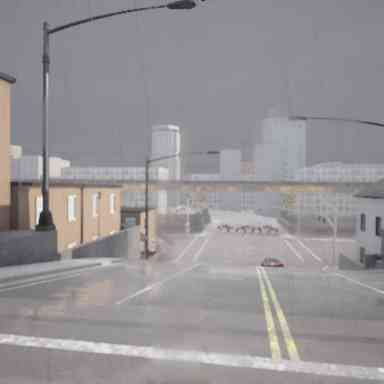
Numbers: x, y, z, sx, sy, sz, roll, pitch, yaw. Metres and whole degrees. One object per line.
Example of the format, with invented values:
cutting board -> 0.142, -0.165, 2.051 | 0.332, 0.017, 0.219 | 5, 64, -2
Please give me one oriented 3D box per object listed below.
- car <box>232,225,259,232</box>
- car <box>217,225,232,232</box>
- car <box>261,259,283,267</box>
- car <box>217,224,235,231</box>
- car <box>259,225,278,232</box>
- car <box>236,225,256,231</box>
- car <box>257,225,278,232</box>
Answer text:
car -> 12.914, 8.833, 80.447 | 4.974, 1.542, 2.038 | 0, 1, -27
car -> 8.371, 8.797, 81.214 | 2.038, 1.542, 4.974 | 0, 1, -37
car -> 7.489, 7.110, 31.541 | 1.994, 1.385, 4.181 | 0, -20, 9
car -> 8.340, 8.639, 81.254 | 1.853, 1.218, 4.536 | 0, 1, -37
car -> 18.337, 8.869, 80.320 | 4.974, 1.542, 2.038 | 1, 1, 38
car -> 12.962, 8.676, 80.470 | 4.536, 1.218, 1.853 | 0, 1, -27
car -> 18.297, 8.711, 80.351 | 4.536, 1.218, 1.853 | 1, 1, 38
